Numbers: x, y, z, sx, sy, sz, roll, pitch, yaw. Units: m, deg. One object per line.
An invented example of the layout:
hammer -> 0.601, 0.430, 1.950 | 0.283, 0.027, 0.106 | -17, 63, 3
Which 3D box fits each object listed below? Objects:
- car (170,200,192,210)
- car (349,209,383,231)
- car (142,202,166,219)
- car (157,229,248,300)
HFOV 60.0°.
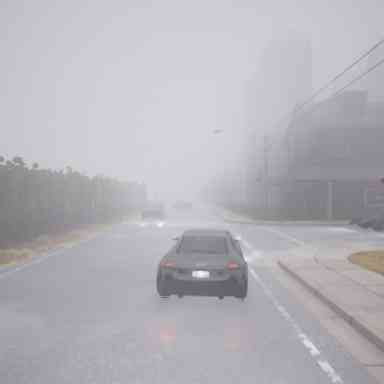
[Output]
car -> -1.620, 1.875, 49.131 | 1.882, 1.535, 5.008 | 1, 0, -24
car -> 12.946, 1.691, 20.997 | 5.357, 1.411, 2.033 | 0, 0, 0
car -> -3.563, 1.735, 31.763 | 1.882, 1.535, 5.008 | 0, 0, 0
car -> 0.375, 1.635, 8.665 | 1.994, 1.385, 4.181 | 0, 0, 6
